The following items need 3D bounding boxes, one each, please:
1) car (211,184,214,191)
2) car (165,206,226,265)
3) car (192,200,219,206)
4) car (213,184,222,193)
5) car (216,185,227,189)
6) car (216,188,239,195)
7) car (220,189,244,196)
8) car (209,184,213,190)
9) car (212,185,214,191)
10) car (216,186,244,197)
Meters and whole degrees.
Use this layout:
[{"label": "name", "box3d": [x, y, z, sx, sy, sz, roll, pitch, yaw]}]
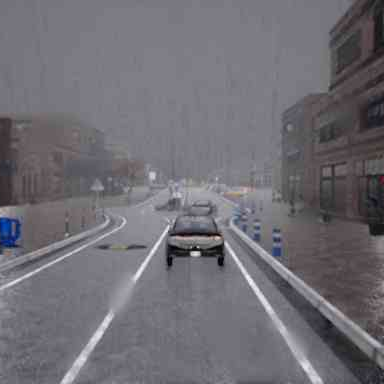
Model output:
[{"label": "car", "box3d": [8.012, -0.528, 85.187, 4.892, 1.521, 2.231, 0, 2, -1]}, {"label": "car", "box3d": [0.103, 1.510, 11.869, 2.128, 1.511, 4.902, 0, 1, 0]}, {"label": "car", "box3d": [1.080, 1.402, 27.654, 2.128, 1.511, 4.902, 0, 1, 12]}, {"label": "car", "box3d": [8.160, -0.373, 74.161, 5.566, 2.045, 2.435, 0, 2, -1]}, {"label": "car", "box3d": [8.130, -0.137, 71.412, 4.553, 1.767, 2.185, 0, 2, -1]}, {"label": "car", "box3d": [8.104, -0.229, 76.925, 5.008, 1.535, 2.097, 0, 2, -1]}, {"label": "car", "box3d": [8.196, 0.143, 68.667, 4.674, 1.452, 2.002, 0, 2, -1]}, {"label": "car", "box3d": [7.949, -0.711, 90.695, 5.008, 1.535, 2.097, 0, 2, -1]}, {"label": "car", "box3d": [8.063, -0.333, 79.678, 5.008, 1.535, 2.097, 0, 2, -1]}, {"label": "car", "box3d": [8.038, 0.218, 65.908, 5.366, 1.575, 1.946, 0, 2, -1]}]
